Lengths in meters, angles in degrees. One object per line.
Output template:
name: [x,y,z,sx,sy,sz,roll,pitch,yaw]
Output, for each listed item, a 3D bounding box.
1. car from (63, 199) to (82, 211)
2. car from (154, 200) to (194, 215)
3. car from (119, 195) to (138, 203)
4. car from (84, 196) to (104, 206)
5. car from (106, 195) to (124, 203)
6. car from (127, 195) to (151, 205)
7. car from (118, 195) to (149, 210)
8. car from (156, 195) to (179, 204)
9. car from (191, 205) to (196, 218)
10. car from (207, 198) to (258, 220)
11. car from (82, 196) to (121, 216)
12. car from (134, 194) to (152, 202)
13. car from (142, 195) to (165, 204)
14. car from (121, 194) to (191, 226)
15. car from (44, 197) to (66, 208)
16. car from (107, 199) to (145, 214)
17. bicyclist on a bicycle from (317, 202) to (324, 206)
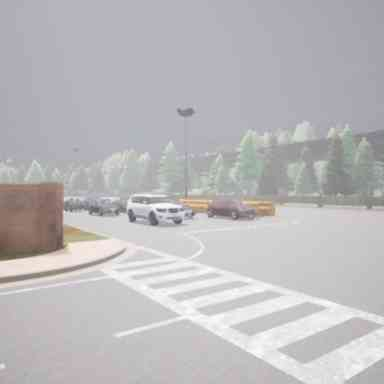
car: [-13.710,1.517,39.221,1.994,1.385,4.181,0,0,-35]
car: [-1.938,1.527,34.667,1.895,1.301,4.718,0,0,-35]
car: [-13.155,1.360,68.925,1.882,1.535,5.008,0,0,-35]
car: [-16.299,1.450,55.145,1.812,1.442,4.674,0,0,-35]
car: [-15.190,1.422,65.736,1.812,1.442,4.674,0,0,-35]
car: [-9.163,1.388,57.375,2.128,1.511,4.902,0,0,-35]
car: [-7.548,1.278,42.620,2.097,1.767,4.553,0,0,-35]
car: [-4.762,1.360,63.170,2.128,1.511,4.902,0,0,-35]
car: [-1.583,1.432,28.096,2.128,1.511,4.902,0,0,-35]
car: [3.248,1.278,27.325,2.097,1.767,4.553,0,0,-35]
car: [-8.436,1.445,31.736,2.128,1.511,4.902,0,0,-35]
car: [-10.536,1.224,71.278,2.097,1.767,4.553,0,0,-35]
car: [-7.057,1.360,60.459,1.882,1.535,5.008,0,0,-35]
car: [-2.712,1.176,23.632,2.150,2.045,5.566,0,0,-35]
car: [-19.652,1.517,47.689,1.994,1.385,4.181,0,0,-35]
car: [-7.210,1.487,36.065,2.033,1.411,5.357,0,0,-35]
bicyclist on a bicycle: [17.474,1.139,45.285,1.656,1.620,0.582,-1,0,-35]
